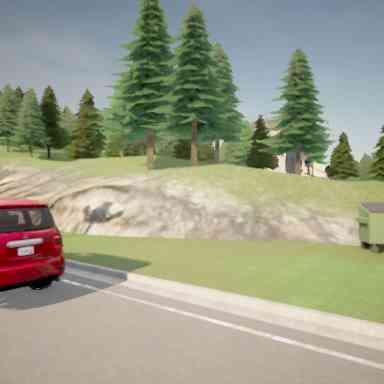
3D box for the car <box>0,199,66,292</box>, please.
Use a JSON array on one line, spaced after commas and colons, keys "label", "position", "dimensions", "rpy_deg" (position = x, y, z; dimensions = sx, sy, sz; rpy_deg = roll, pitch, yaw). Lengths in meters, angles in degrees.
[{"label": "car", "position": [-5.274, 1.175, 7.754], "dimensions": [5.566, 2.045, 2.150], "rpy_deg": [0, 0, 36]}]
